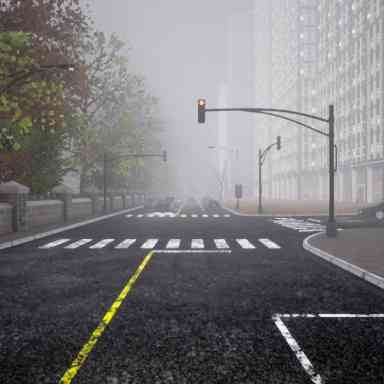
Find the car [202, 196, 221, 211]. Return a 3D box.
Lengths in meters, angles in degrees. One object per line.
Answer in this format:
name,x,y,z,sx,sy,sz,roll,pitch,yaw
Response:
car,2.654,1.586,41.546,1.947,1.339,4.313,0,0,0

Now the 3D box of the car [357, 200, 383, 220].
car,14.932,1.238,24.769,4.892,1.490,1.837,-1,0,0

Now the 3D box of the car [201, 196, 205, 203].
car,2.649,1.591,47.178,1.947,1.339,4.313,0,0,0

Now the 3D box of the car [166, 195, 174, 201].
car,-5.765,1.624,86.597,1.887,1.381,4.507,0,0,0

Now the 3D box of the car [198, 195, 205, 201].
car,2.610,1.640,92.237,2.008,1.369,4.403,0,0,0

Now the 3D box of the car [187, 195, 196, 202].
car,-0.069,1.481,78.830,2.033,1.411,5.357,0,0,0

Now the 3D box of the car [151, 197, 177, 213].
car,-3.132,1.582,37.630,1.994,1.385,4.181,0,0,0

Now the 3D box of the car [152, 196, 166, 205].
car,-5.740,1.477,58.436,1.967,1.590,4.097,0,0,0

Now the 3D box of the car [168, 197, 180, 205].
car,-3.124,1.563,59.039,1.812,1.442,4.674,0,0,0

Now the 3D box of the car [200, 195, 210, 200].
car,2.645,1.596,52.811,1.947,1.339,4.313,0,0,0

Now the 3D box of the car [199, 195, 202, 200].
car,3.052,1.404,69.828,2.097,1.767,4.553,0,0,0

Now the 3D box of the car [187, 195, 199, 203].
car,-0.062,1.577,69.246,1.812,1.442,4.674,0,0,0

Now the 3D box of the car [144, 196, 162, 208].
car,-5.731,1.607,47.171,1.802,1.307,4.206,0,0,0

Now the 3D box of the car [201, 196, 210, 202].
car,3.082,1.588,76.858,1.812,1.442,4.674,0,0,0

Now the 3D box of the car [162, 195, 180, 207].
car,-3.137,1.378,48.749,2.097,1.767,4.553,0,0,0
